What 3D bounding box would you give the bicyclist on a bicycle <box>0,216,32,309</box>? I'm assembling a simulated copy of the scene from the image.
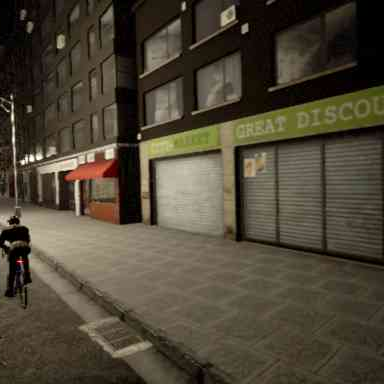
[{"bbox_3d":[-3.331,1.284,6.336,0.582,1.620,1.656,-3,2,-36],"label":"bicyclist on a bicycle"}]
